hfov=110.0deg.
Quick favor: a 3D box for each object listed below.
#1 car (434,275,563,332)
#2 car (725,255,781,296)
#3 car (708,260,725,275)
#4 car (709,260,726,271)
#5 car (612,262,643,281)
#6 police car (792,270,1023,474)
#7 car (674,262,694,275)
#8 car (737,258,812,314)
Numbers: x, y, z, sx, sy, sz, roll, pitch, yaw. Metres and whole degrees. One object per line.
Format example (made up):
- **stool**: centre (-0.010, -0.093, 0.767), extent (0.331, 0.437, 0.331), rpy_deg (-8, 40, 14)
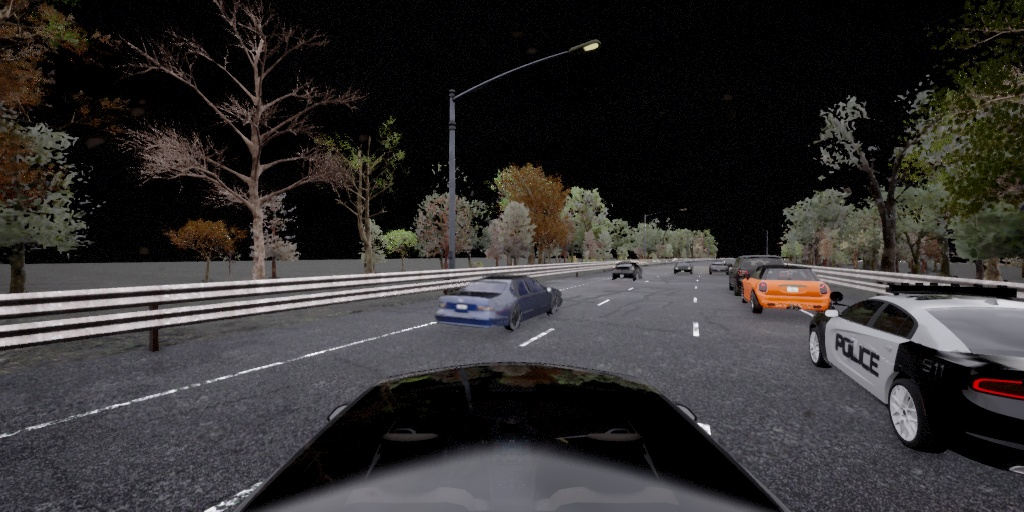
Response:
- **car**: centre (-0.103, 1.297, 11.036), extent (2.033, 1.411, 5.357), rpy_deg (0, 0, 27)
- **car**: centre (12.749, 0.978, 18.756), extent (2.150, 2.045, 5.566), rpy_deg (0, 0, 27)
- **car**: centre (22.662, 1.262, 39.255), extent (2.128, 1.511, 4.902), rpy_deg (0, 0, 30)
- **car**: centre (29.190, 1.334, 50.863), extent (2.033, 1.411, 5.357), rpy_deg (0, 0, 30)
- **car**: centre (9.684, 1.264, 29.934), extent (1.837, 1.490, 4.892), rpy_deg (0, 0, 28)
- **police car**: centre (5.634, 1.175, 4.739), extent (1.930, 1.638, 5.238), rpy_deg (0, 0, 26)
- **car**: centre (19.535, 1.370, 40.689), extent (1.895, 1.301, 4.718), rpy_deg (0, 0, 29)
- **car**: centre (10.006, 1.102, 13.437), extent (2.097, 1.767, 4.553), rpy_deg (0, 0, 27)
